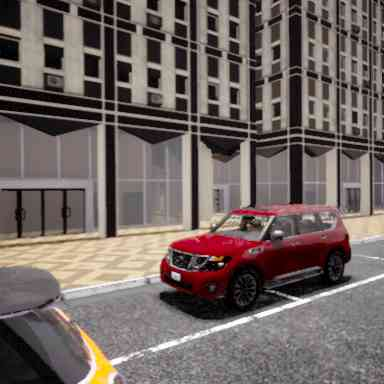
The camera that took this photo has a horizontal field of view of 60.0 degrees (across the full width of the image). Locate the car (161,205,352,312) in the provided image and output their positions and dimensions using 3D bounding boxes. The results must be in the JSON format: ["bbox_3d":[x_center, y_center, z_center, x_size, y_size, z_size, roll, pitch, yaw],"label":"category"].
[{"bbox_3d":[1.733,1.272,7.810,5.009,1.841,2.192,-1,0,-36],"label":"car"}]

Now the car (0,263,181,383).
[{"bbox_3d":[-2.540,1.362,1.443,4.553,1.767,2.097,-1,0,-36],"label":"car"}]
